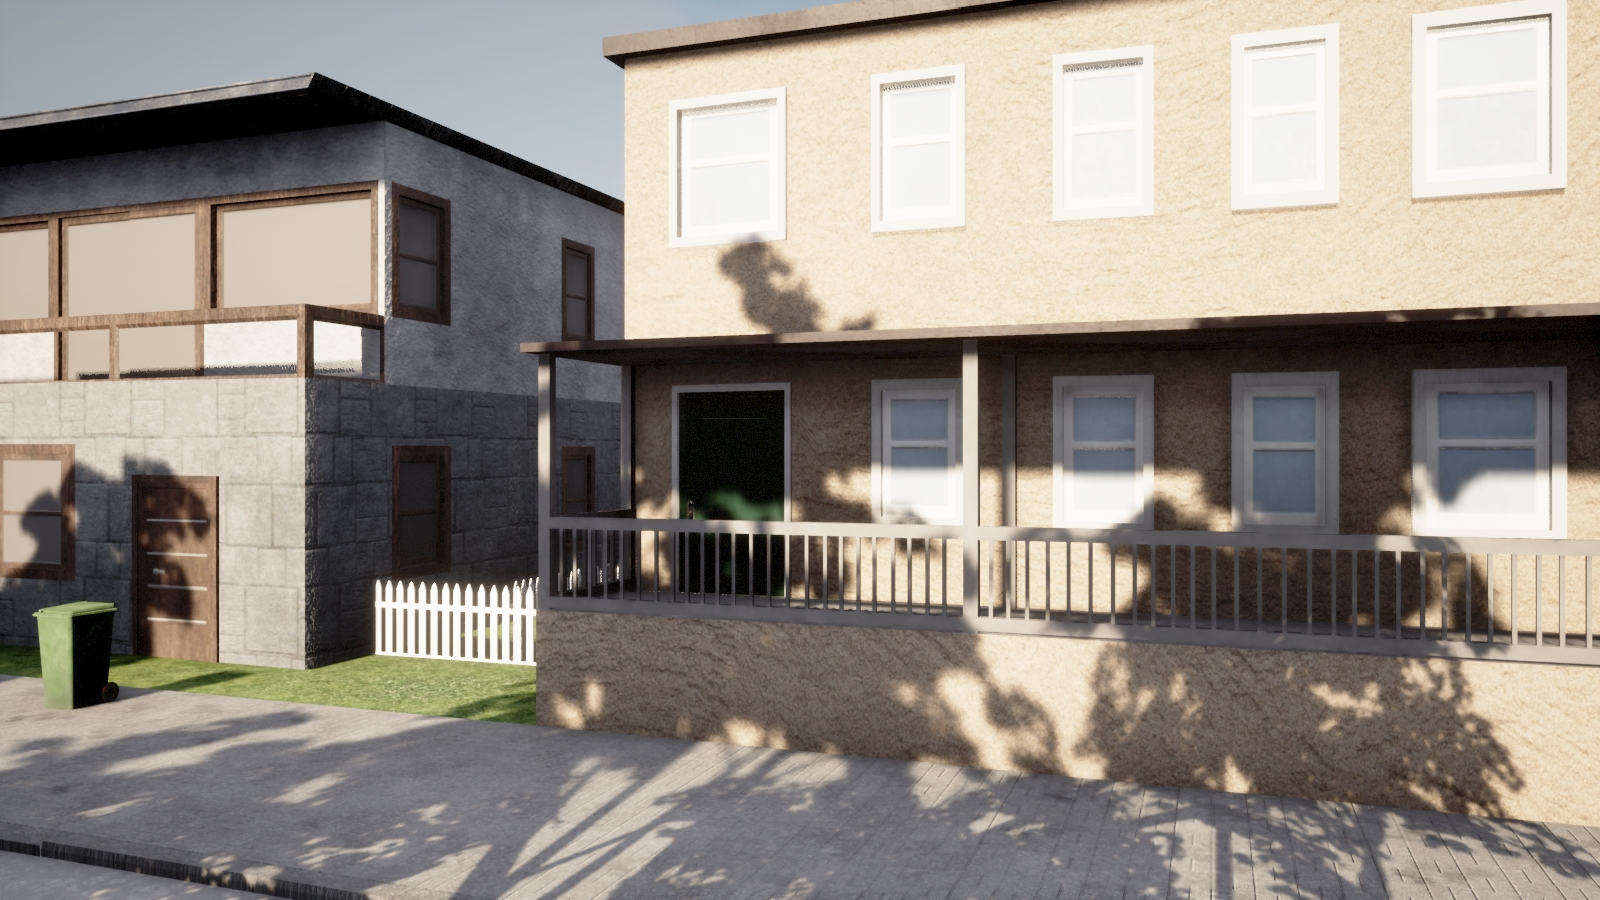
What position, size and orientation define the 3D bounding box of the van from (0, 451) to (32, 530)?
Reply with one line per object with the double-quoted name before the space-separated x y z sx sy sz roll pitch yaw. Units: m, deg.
"van" -27.753 1.329 35.973 1.988 2.561 5.915 0 0 20
